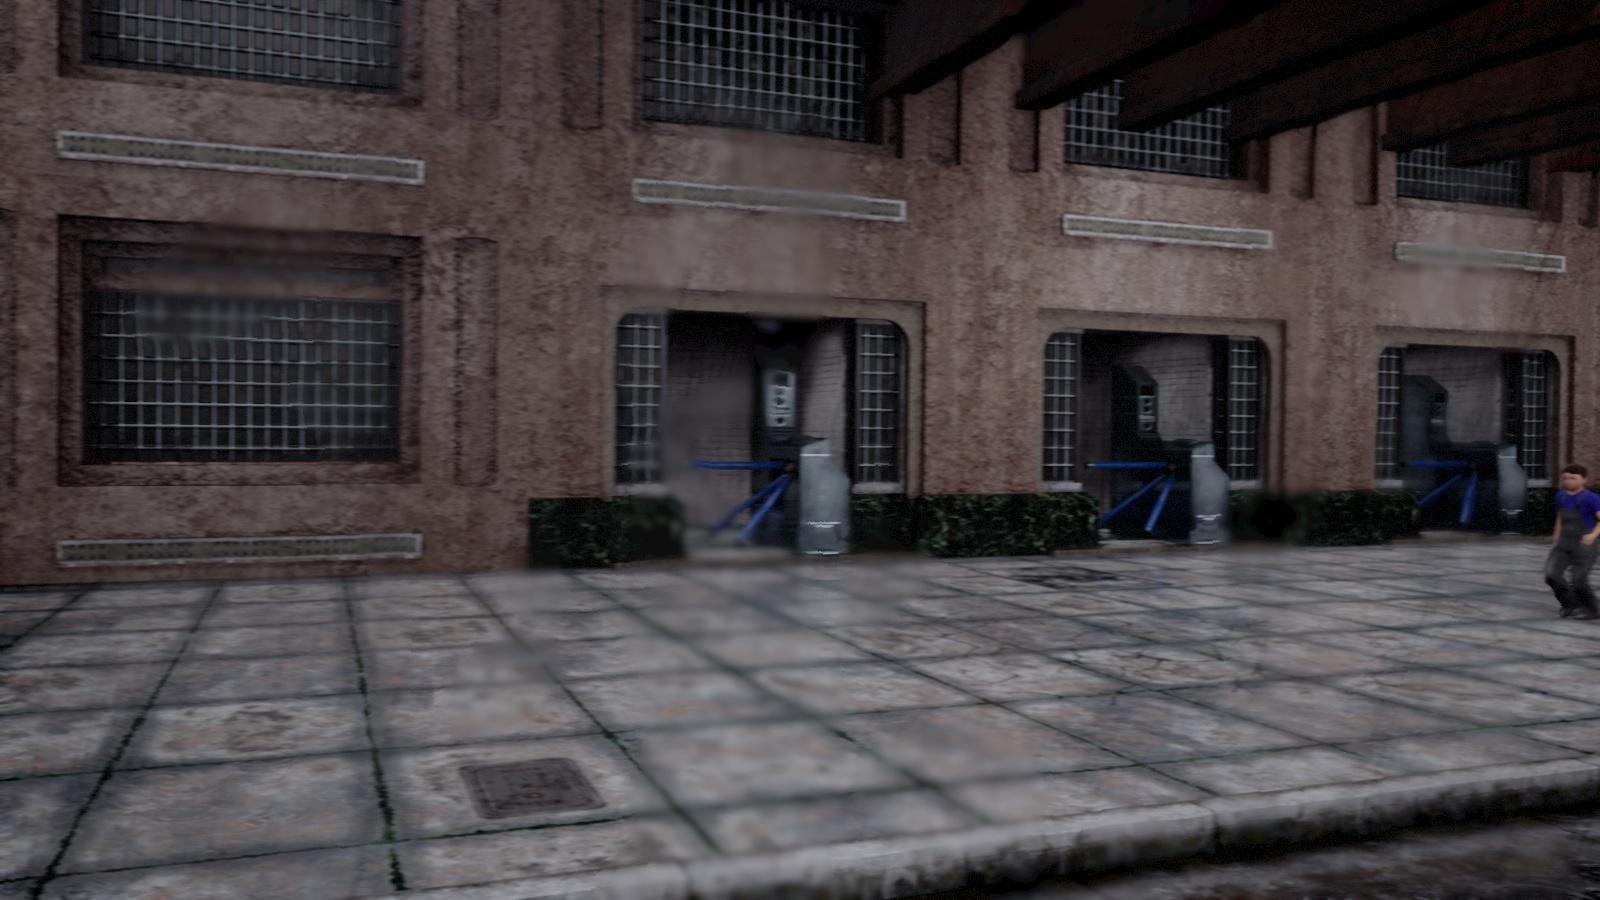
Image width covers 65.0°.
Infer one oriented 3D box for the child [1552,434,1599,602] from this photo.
[{"bbox_3d":[6.081,0.511,9.698,0.437,1.263,0.270,-1,1,-26],"label":"child"}]
